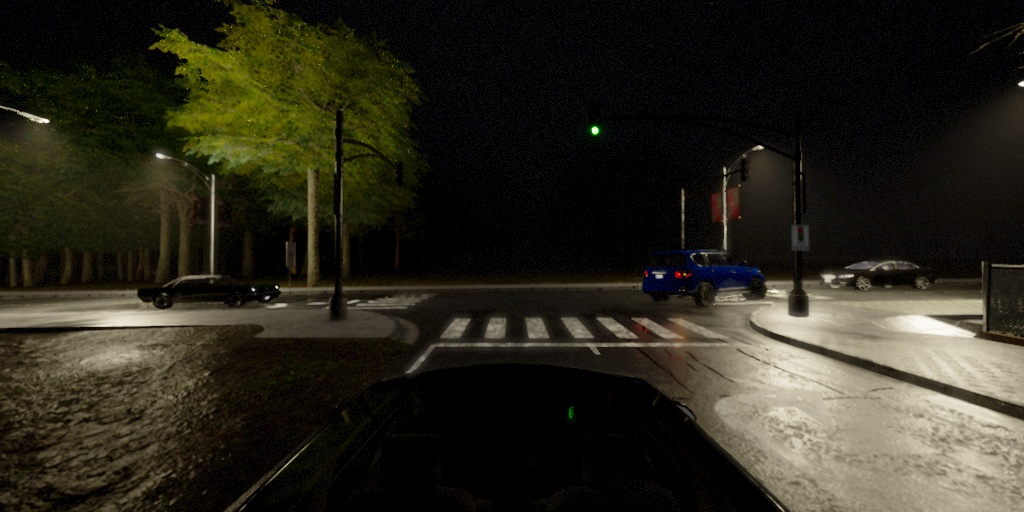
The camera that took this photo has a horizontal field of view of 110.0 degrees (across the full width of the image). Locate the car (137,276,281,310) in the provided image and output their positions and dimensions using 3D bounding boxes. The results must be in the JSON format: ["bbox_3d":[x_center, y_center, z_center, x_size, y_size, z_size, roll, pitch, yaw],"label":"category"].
[{"bbox_3d":[-12.553,1.478,15.133,4.718,1.301,1.895,-1,-1,0],"label":"car"}]

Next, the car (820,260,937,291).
[{"bbox_3d":[18.751,0.980,18.486,4.902,1.511,2.128,-1,-1,0],"label":"car"}]

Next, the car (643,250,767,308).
[{"bbox_3d":[7.760,0.810,14.444,5.566,2.045,2.150,-1,-2,-29],"label":"car"}]
